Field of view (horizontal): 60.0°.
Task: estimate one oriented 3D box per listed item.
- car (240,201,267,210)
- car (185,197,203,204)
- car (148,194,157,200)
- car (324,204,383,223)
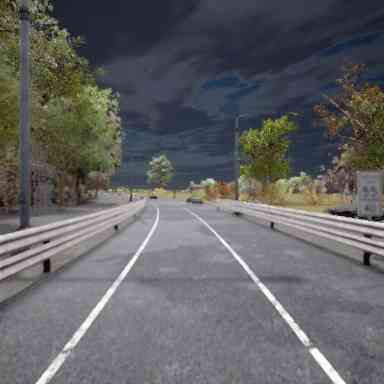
[{"bbox_3d":[7.391,1.729,41.782,1.895,1.301,4.718,0,0,-20],"label":"car"},{"bbox_3d":[0.313,1.538,61.634,2.033,1.411,5.357,1,0,-20],"label":"car"},{"bbox_3d":[-11.267,1.378,93.949,1.837,1.490,4.892,0,0,-20],"label":"car"},{"bbox_3d":[12.788,1.668,26.702,1.882,1.535,5.008,0,0,-20],"label":"car"}]
